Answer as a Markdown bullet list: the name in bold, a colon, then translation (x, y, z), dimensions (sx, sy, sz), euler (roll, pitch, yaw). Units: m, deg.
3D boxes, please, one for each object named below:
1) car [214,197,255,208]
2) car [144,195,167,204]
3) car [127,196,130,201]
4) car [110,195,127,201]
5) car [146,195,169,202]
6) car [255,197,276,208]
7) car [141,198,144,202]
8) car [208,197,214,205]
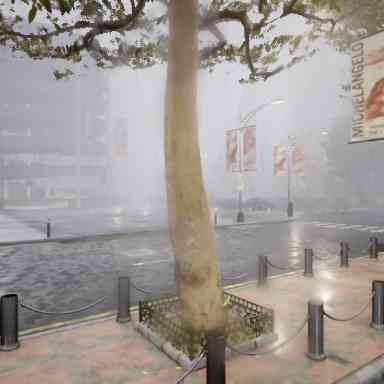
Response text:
- **car**: translation (5.980, 1.547, 47.423), dimensions (2.033, 1.411, 5.357), euler (0, 0, -35)
- **car**: translation (-6.310, 1.505, 62.950), dimensions (4.892, 1.490, 1.837), euler (0, 0, 42)
- **car**: translation (-17.525, 1.440, 81.099), dimensions (4.892, 1.490, 1.837), euler (0, 0, 12)
- **car**: translation (-18.488, 1.427, 77.735), dimensions (5.008, 1.535, 1.882), euler (0, 0, 12)
- **car**: translation (-7.932, 1.525, 77.283), dimensions (4.902, 1.511, 2.128), euler (0, 0, 26)
- **car**: translation (9.825, 1.505, 48.023), dimensions (1.837, 1.490, 4.892), euler (0, 0, -36)
- **car**: translation (-8.956, 1.478, 73.872), dimensions (5.008, 1.535, 1.882), euler (0, 0, 30)
- **car**: translation (4.178, 1.547, 55.966), dimensions (2.033, 1.411, 5.357), euler (0, 0, -36)
